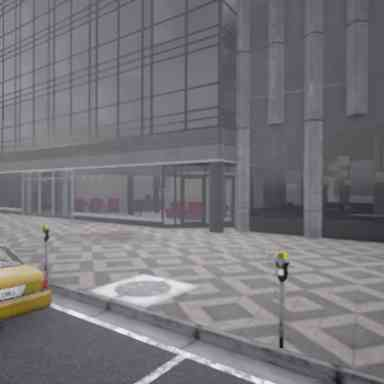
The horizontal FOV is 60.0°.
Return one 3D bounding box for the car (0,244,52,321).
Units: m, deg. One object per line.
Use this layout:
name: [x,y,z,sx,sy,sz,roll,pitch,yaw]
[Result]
car: [-4.598,1.452,6.383,4.829,1.417,1.752,1,0,37]
